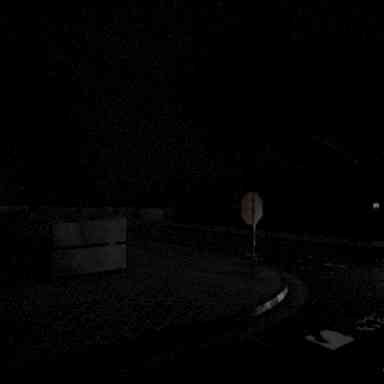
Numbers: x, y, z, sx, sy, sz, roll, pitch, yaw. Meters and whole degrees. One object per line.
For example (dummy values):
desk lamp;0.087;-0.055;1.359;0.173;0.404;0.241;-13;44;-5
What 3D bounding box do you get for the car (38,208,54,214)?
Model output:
car;-20.337;2.927;45.610;1.837;1.490;4.892;2;-3;-38
